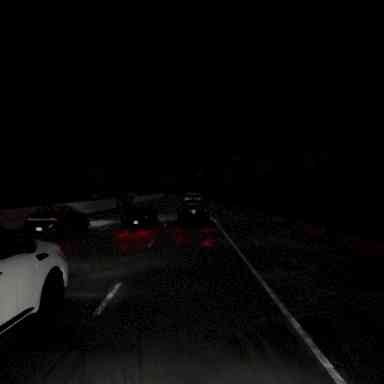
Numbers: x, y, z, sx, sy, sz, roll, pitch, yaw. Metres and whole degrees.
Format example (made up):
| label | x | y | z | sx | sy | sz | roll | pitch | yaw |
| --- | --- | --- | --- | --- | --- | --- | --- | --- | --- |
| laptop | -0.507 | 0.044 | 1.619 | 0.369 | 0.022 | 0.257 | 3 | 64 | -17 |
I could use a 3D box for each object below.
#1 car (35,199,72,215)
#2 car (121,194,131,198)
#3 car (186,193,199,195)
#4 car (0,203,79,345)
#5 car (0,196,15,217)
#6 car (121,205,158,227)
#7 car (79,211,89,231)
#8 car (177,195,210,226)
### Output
| label | x | y | z | sx | sy | sz | roll | pitch | yaw |
| --- | --- | --- | --- | --- | --- | --- | --- | --- | --- |
| car | -14.107 | 1.497 | 34.171 | 1.994 | 1.385 | 4.181 | 0 | 0 | 0 |
| car | -14.814 | 0.992 | 74.866 | 1.812 | 1.442 | 4.674 | 0 | 0 | -1 |
| car | 0.076 | 1.138 | 41.588 | 2.150 | 2.045 | 5.566 | 0 | 0 | 0 |
| car | -3.400 | 1.214 | 3.894 | 2.150 | 2.045 | 5.566 | 0 | 0 | 0 |
| car | -17.604 | 1.295 | 28.830 | 2.097 | 1.767 | 4.553 | 0 | 0 | 0 |
| car | -3.403 | 1.557 | 22.404 | 1.895 | 1.301 | 4.718 | 0 | 0 | 0 |
| car | -6.903 | 1.457 | 17.434 | 2.128 | 1.511 | 4.902 | 0 | 0 | 0 |
| car | 0.096 | 1.306 | 23.230 | 2.097 | 1.767 | 4.553 | 0 | 0 | 0 |
